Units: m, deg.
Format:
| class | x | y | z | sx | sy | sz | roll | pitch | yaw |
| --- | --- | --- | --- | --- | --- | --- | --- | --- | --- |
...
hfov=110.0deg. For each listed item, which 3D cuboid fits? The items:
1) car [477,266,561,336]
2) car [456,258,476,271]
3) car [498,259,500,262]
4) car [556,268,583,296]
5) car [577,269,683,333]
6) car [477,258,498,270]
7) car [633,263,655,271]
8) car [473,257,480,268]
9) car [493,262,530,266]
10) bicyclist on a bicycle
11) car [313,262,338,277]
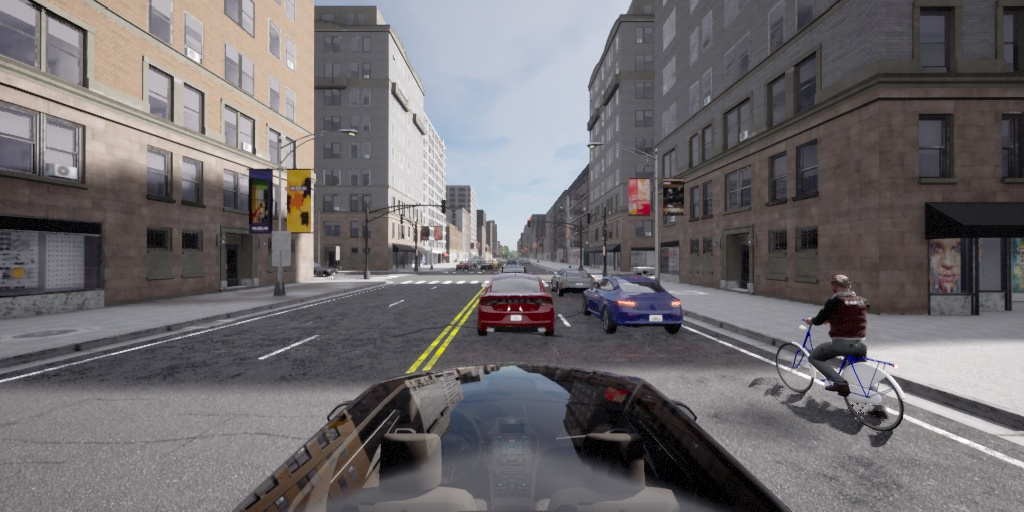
| class | x | y | z | sx | sy | sz | roll | pitch | yaw |
| --- | --- | --- | --- | --- | --- | --- | --- | --- | --- |
| car | 0.093 | 1.229 | 10.467 | 1.882 | 1.535 | 5.008 | 0 | 0 | 0 |
| car | -6.654 | 1.367 | 50.380 | 1.895 | 1.301 | 4.718 | 0 | 0 | 0 |
| car | -3.393 | 1.246 | 59.824 | 1.882 | 1.535 | 5.008 | 0 | 0 | 0 |
| car | 3.233 | 1.317 | 19.206 | 1.994 | 1.385 | 4.181 | 0 | 0 | 0 |
| car | 3.338 | 1.277 | 10.607 | 1.812 | 1.442 | 4.674 | 0 | 0 | 0 |
| car | -3.393 | 1.367 | 50.432 | 1.895 | 1.301 | 4.718 | 0 | 0 | 0 |
| car | 15.015 | 1.409 | 37.190 | 4.718 | 1.301 | 1.895 | 0 | 0 | 1 |
| car | -6.646 | 1.273 | 59.482 | 1.837 | 1.490 | 4.892 | 0 | 0 | 0 |
| car | 0.083 | 1.258 | 19.951 | 1.837 | 1.490 | 4.892 | 0 | 0 | 0 |
| bicyclist on a bicycle | 4.143 | 1.121 | 4.719 | 0.659 | 1.776 | 1.843 | 0 | 0 | 0 |
| car | -19.674 | 1.281 | 34.335 | 5.357 | 1.411 | 2.033 | 0 | 0 | 0 |
